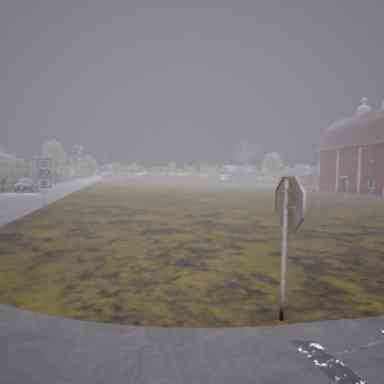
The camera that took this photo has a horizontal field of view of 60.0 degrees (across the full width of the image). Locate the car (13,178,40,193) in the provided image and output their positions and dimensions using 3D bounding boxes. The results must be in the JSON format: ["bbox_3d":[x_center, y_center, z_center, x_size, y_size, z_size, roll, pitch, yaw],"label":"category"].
[{"bbox_3d":[-17.834,-0.742,36.148,1.837,1.490,4.892,1,3,-13],"label":"car"}]
